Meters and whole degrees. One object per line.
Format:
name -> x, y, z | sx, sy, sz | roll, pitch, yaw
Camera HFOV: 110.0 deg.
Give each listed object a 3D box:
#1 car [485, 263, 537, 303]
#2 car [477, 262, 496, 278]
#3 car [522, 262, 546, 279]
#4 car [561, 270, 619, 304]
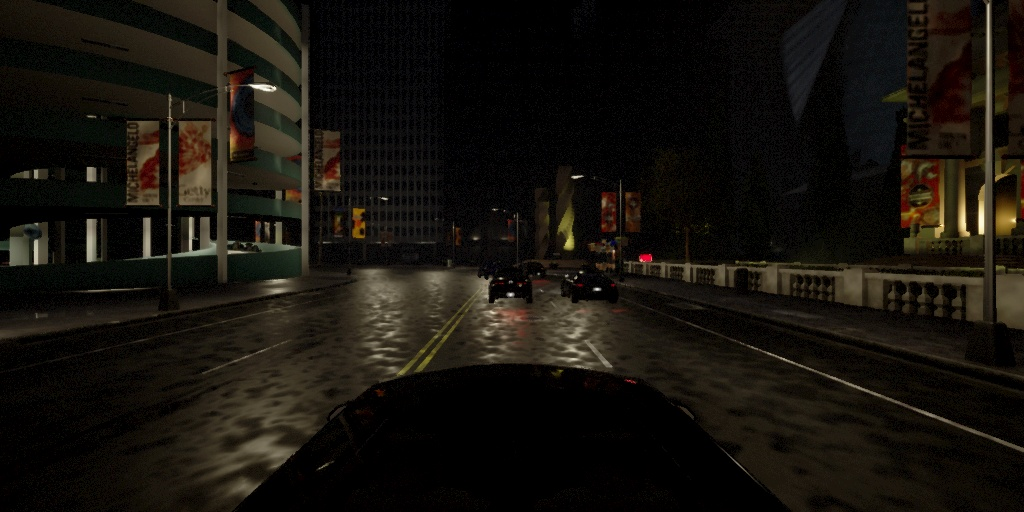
car -> -0.053, 1.266, 16.501 | 1.837, 1.490, 4.892 | 0, 0, 0
car -> -1.770, 1.283, 31.841 | 1.812, 1.442, 4.674 | 0, 0, -17
car -> 1.583, 1.266, 32.845 | 1.837, 1.490, 4.892 | 0, 0, -17
car -> 3.447, 1.322, 16.504 | 1.994, 1.385, 4.181 | 0, 0, 0
